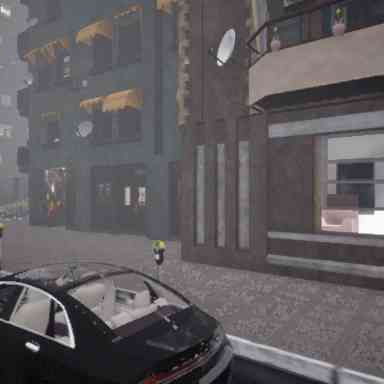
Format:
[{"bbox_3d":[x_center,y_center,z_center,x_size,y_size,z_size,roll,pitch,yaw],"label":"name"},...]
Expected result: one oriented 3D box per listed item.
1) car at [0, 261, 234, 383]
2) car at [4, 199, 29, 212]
[{"bbox_3d":[-1.639,1.551,4.043,4.403,1.369,2.008,0,0,36],"label":"car"},{"bbox_3d":[-17.123,1.256,34.904,1.752,1.417,4.829,1,1,35],"label":"car"}]
